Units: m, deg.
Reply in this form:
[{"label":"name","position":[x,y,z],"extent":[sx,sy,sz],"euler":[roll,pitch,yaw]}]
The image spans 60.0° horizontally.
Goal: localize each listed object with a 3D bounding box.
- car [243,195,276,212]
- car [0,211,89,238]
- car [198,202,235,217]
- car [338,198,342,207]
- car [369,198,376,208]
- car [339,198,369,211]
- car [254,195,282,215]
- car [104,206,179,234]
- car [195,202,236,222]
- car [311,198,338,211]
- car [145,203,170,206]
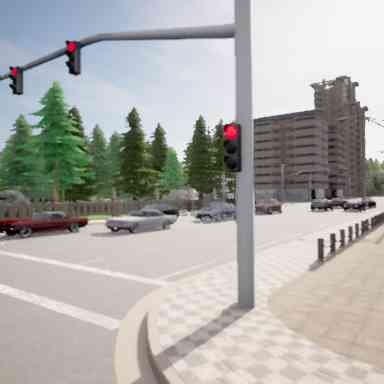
[{"label":"car","position":[8.940,1.441,43.799],"extent":[2.150,2.045,5.566],"euler":[-1,0,36]},{"label":"car","position":[-8.578,1.820,19.434],"extent":[1.895,1.301,4.718],"euler":[-1,-1,37]},{"label":"car","position":[2.679,1.784,35.105],"extent":[1.994,1.385,4.181],"euler":[-1,0,35]},{"label":"car","position":[21.785,1.639,49.461],"extent":[1.837,1.490,4.892],"euler":[-1,-1,36]},{"label":"car","position":[25.530,1.640,48.745],"extent":[2.033,1.411,5.357],"euler":[-1,-1,38]},{"label":"car","position":[19.985,1.692,40.924],"extent":[1.895,1.301,4.718],"euler":[-1,0,36]},{"label":"car","position":[8.282,1.530,36.905],"extent":[2.097,1.767,4.553],"euler":[-1,0,36]},{"label":"car","position":[-3.151,1.778,20.927],"extent":[1.895,1.301,4.718],"euler":[-1,0,36]},{"label":"car","position":[2.463,1.725,28.777],"extent":[2.033,1.411,5.357],"euler":[-1,0,36]},{"label":"car","position":[16.397,1.625,41.924],"extent":[2.128,1.511,4.902],"euler":[-1,-1,36]},{"label":"car","position":[-3.082,1.697,27.046],"extent":[1.882,1.535,5.008],"euler":[-1,0,36]}]
